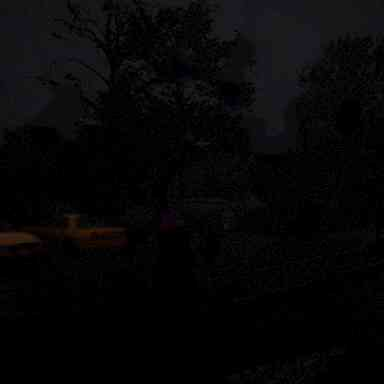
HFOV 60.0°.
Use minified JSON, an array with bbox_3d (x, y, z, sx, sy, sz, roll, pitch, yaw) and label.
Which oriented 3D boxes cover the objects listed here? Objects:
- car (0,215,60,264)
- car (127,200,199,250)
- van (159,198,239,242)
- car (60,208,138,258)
[{"bbox_3d":[-6.949,1.494,11.021,5.366,1.575,1.946,-1,-1,34],"label":"car"},{"bbox_3d":[-2.293,1.391,14.593,4.553,1.767,2.185,-1,-1,34],"label":"car"},{"bbox_3d":[0.154,1.298,16.319,4.442,1.987,1.878,-1,-1,33],"label":"van"},{"bbox_3d":[-4.861,1.507,12.963,5.366,1.575,1.946,-1,-1,34],"label":"car"}]
